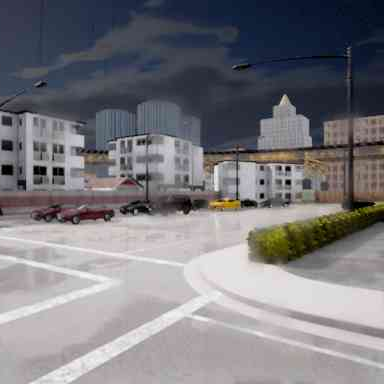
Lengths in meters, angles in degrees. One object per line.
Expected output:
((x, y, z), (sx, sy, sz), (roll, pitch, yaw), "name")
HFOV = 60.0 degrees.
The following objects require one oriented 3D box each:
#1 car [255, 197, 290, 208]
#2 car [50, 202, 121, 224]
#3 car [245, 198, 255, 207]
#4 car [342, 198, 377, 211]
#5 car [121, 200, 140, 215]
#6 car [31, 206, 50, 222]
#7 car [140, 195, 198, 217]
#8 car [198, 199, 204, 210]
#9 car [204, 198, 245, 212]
((11.906, 1.566, 47.984), (4.892, 1.490, 1.837), (0, 0, -31), "car")
((-8.047, 1.598, 25.553), (1.812, 1.442, 4.674), (0, 0, 37), "car")
((7.815, 1.639, 49.335), (4.181, 1.385, 1.994), (0, 0, -34), "car")
((20.425, 1.514, 40.434), (4.902, 1.511, 2.128), (0, 0, -25), "car")
((-5.391, 1.588, 34.842), (1.837, 1.490, 4.892), (0, 0, 38), "car")
((-10.883, 1.610, 27.603), (1.812, 1.442, 4.674), (0, 0, 37), "car")
((-2.211, 1.293, 33.294), (2.150, 2.045, 5.566), (0, 0, 37), "car")
((0.693, 1.607, 42.499), (1.812, 1.442, 4.674), (0, 0, 40), "car")
((4.081, 1.547, 41.101), (1.882, 1.535, 5.008), (0, 0, 41), "car")
